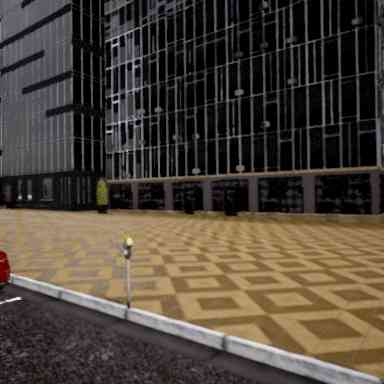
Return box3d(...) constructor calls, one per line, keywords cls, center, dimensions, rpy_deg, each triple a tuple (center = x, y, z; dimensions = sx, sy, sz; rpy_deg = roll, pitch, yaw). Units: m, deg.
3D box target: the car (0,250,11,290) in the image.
box3d(cls="car", center=(-5.993, 1.534, 7.716), dimensions=(4.674, 1.442, 1.812), rpy_deg=(0, 0, 36))
